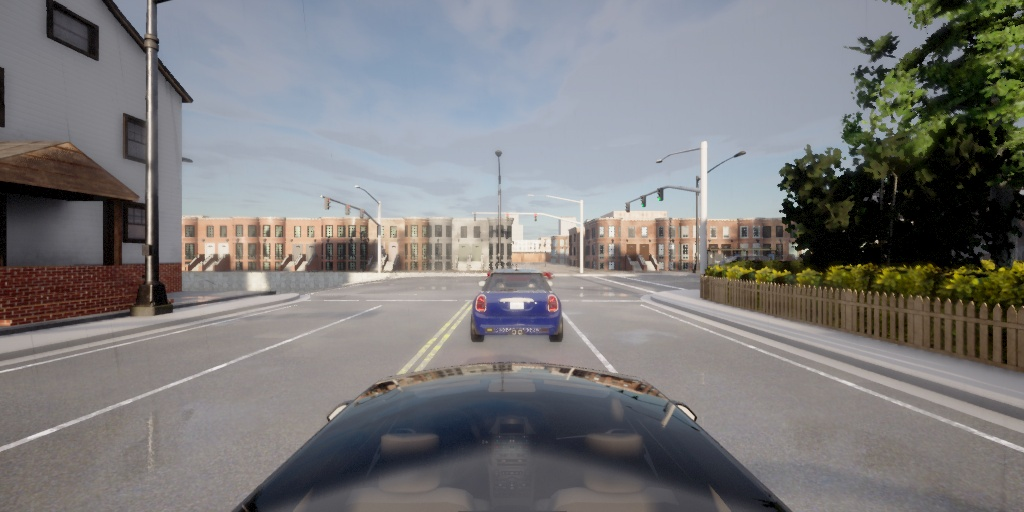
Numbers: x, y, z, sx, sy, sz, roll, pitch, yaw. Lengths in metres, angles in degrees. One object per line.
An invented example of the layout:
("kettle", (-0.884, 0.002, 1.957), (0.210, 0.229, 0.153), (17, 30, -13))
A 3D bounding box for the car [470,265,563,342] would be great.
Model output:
("car", (0.109, 1.102, 9.928), (2.097, 1.767, 4.553), (0, 0, 0))

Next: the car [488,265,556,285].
("car", (0.666, 1.351, 25.892), (4.718, 1.301, 1.895), (0, 0, 0))

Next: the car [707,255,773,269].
("car", (18.735, 0.971, 29.643), (5.566, 2.045, 2.150), (0, 0, 0))
